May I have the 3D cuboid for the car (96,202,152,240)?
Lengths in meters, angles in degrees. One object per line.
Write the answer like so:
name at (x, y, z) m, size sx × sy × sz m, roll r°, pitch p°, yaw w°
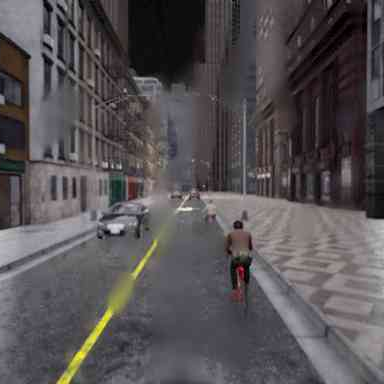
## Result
car at (-3.006, 1.234, 15.519) m, size 2.128 × 1.511 × 4.902 m, roll 0°, pitch 1°, yaw 0°

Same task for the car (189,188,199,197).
car at (0.457, 0.041, 77.295) m, size 2.150 × 2.045 × 5.566 m, roll 0°, pitch 1°, yaw 0°

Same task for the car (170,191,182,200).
car at (-2.712, 0.560, 58.249) m, size 1.882 × 1.535 × 5.008 m, roll 0°, pitch 1°, yaw 1°

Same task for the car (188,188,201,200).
car at (0.446, 0.581, 58.674) m, size 1.837 × 1.490 × 4.892 m, roll 0°, pitch 1°, yaw 0°

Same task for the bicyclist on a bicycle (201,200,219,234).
bicyclist on a bicycle at (0.890, 1.169, 16.068) m, size 0.866 × 1.612 × 1.509 m, roll 0°, pitch 1°, yaw 1°

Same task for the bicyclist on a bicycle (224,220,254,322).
bicyclist on a bicycle at (0.863, 1.350, 6.059) m, size 0.582 × 1.620 × 1.656 m, roll 0°, pitch 1°, yaw 0°
